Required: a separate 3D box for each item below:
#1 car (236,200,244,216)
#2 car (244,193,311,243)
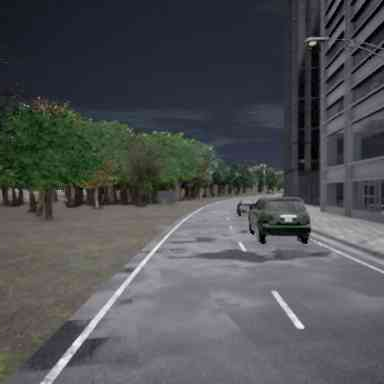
[{"bbox_3d":[5.344,1.489,32.545,2.128,1.511,4.902,0,0,6],"label":"car"},{"bbox_3d":[4.089,1.240,16.294,2.150,2.045,5.566,0,0,3],"label":"car"}]
